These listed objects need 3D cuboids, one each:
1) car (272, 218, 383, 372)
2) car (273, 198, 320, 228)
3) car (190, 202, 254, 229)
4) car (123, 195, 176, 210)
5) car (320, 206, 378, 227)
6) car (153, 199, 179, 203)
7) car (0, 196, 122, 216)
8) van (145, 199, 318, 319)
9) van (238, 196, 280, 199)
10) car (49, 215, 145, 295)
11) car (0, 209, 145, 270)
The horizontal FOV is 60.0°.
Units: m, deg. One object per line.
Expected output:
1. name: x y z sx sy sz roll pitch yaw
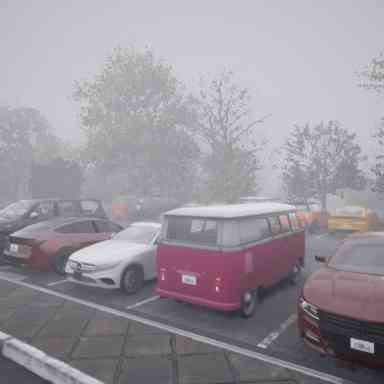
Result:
1. car: 3.404 1.486 5.837 2.097 1.535 5.008 0 0 36
2. car: 6.661 1.367 19.555 2.185 1.767 4.553 0 0 36
3. car: 2.175 1.501 22.806 2.231 1.521 4.892 0 0 36
4. car: -2.302 1.264 26.063 2.435 2.045 5.566 -1 0 36
5. car: 8.826 1.489 18.033 2.097 1.535 5.008 0 0 36
6. car: -0.177 1.503 24.275 1.946 1.575 5.366 0 0 36
7. car: -5.636 1.250 12.286 2.435 2.045 5.566 0 0 36
8. van: 1.214 1.264 7.546 1.878 1.987 4.442 0 0 36
9. van: 4.498 1.271 21.290 1.878 1.987 4.442 0 0 36
10. car: -1.108 1.533 9.073 2.002 1.452 4.674 0 0 36
11. car: -3.347 1.527 10.713 2.163 1.488 4.792 0 0 36
